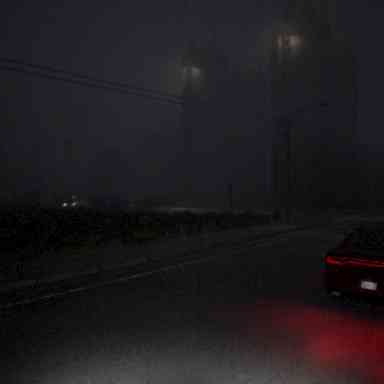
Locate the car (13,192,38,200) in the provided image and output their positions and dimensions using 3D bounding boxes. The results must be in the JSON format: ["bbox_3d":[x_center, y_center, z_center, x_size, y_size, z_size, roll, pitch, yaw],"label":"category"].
[{"bbox_3d":[-28.046,0.873,56.197,1.905,1.878,3.866,0,0,41],"label":"car"}]

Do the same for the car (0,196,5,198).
[{"bbox_3d":[-38.622,0.980,64.580,1.816,1.474,4.193,0,0,41],"label":"car"}]

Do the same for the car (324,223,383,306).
[{"bbox_3d":[4.655,1.447,7.596,1.882,1.535,5.008,0,0,41],"label":"car"}]

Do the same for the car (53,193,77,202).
[{"bbox_3d":[-23.883,1.024,62.606,4.902,1.511,2.128,0,0,40],"label":"car"}]

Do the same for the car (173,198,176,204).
[{"bbox_3d":[-4.446,1.174,46.145,5.008,1.535,1.882,1,1,41],"label":"car"}]

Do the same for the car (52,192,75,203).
[{"bbox_3d":[-21.641,0.930,56.088,4.553,1.767,2.097,1,1,41],"label":"car"}]

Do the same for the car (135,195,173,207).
[{"bbox_3d":[-5.054,1.323,41.805,4.718,1.301,1.895,0,0,41],"label":"car"}]

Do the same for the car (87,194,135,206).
[{"bbox_3d":[-9.726,1.197,40.378,2.242,1.667,4.611,0,0,41],"label":"car"}]
